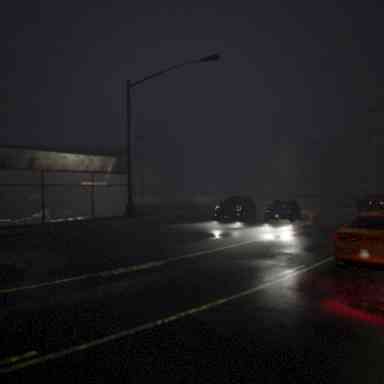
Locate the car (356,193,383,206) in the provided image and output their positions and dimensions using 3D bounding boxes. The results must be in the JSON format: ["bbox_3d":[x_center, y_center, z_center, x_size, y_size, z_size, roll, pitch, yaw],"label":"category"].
[{"bbox_3d":[15.372,0.884,28.064,2.097,1.767,4.553,-1,1,15],"label":"car"}]

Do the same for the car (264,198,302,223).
[{"bbox_3d":[6.367,1.199,23.002,2.128,1.511,4.902,-1,1,26],"label":"car"}]

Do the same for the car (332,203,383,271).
[{"bbox_3d":[5.793,1.309,9.794,1.882,1.535,5.008,0,1,42],"label":"car"}]

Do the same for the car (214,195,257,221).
[{"bbox_3d":[3.274,1.084,24.632,2.097,1.767,4.553,-1,1,25],"label":"car"}]
